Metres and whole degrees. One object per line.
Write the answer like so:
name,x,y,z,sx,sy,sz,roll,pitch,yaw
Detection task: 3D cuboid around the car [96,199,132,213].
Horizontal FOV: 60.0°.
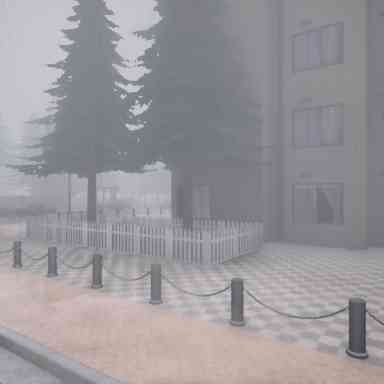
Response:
car,-8.716,1.476,36.217,2.128,1.511,4.902,0,0,37

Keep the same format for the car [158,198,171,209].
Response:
car,-2.478,1.510,44.447,1.812,1.442,4.674,0,0,37

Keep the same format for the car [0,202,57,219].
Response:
car,-14.342,1.585,28.769,1.895,1.301,4.718,0,0,37
